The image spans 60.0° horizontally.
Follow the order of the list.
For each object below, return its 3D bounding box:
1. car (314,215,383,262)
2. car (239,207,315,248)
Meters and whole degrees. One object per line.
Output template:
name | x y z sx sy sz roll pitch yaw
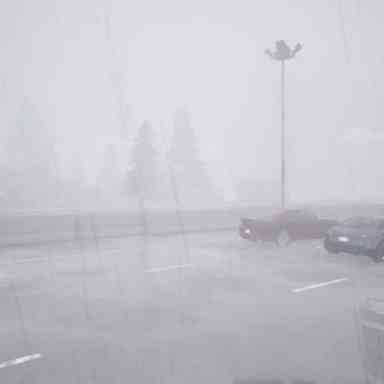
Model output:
car | 6.708 1.512 11.911 4.181 1.385 1.994 0 0 -30
car | 4.366 1.419 14.603 5.008 1.535 1.882 0 0 -30
